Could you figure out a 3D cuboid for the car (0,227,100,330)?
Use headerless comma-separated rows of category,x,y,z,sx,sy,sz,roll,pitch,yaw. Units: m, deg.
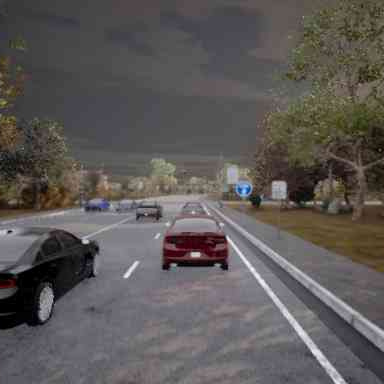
car,-3.401,1.476,7.047,1.882,1.535,5.008,0,0,0

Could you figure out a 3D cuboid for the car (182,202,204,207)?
car,0.093,1.561,27.948,1.994,1.385,4.181,0,0,0

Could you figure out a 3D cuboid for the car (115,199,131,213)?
car,-7.102,1.521,36.537,1.812,1.442,4.674,0,0,0

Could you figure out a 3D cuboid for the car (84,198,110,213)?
car,-10.601,1.472,37.483,1.882,1.535,5.008,0,0,0

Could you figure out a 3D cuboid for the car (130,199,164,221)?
car,-3.407,1.488,27.372,2.128,1.511,4.902,0,0,0

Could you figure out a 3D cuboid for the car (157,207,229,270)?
car,0.097,1.476,11.082,1.882,1.535,5.008,0,0,0
